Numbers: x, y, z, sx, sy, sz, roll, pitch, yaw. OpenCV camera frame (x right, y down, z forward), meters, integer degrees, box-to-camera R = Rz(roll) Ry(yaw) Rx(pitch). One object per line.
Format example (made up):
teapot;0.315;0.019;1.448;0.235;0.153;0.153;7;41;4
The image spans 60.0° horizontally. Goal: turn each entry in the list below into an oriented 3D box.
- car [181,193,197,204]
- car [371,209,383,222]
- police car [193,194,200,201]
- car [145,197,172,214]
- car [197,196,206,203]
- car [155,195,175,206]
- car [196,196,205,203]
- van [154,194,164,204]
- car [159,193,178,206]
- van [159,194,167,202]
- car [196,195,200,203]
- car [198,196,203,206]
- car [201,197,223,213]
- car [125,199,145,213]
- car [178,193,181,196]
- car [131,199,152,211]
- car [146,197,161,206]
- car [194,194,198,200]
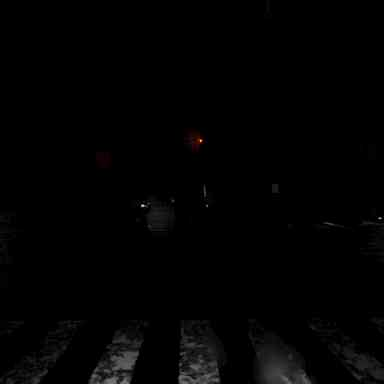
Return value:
car;-0.706;1.510;64.903;2.128;1.511;4.902;0;0;-1
car;14.104;1.313;21.099;4.718;1.301;1.895;-1;0;-1
police car;1.185;1.463;90.628;1.930;1.638;5.238;0;0;-1
car;-3.473;1.569;34.735;1.994;1.385;4.181;0;0;-2
car;1.907;1.545;68.112;1.752;1.417;4.829;0;0;-1
car;-3.592;1.485;43.548;1.882;1.535;5.008;0;0;-1
car;1.833;1.589;73.231;1.947;1.339;4.313;0;0;-1
van;-6.599;1.360;66.717;1.690;1.788;3.998;0;0;-1
car;-3.733;1.364;53.704;2.097;1.767;4.553;0;0;-1
van;-6.757;1.368;77.543;1.690;1.788;3.998;0;0;-1
car;2.131;1.562;52.783;2.008;1.369;4.403;0;0;-1
car;2.210;1.553;47.339;1.887;1.381;4.507;0;0;-1
car;2.369;1.556;36.451;2.008;1.369;4.403;0;0;-1
car;-6.156;1.556;36.330;2.008;1.369;4.403;0;0;-1
car;-3.847;1.509;64.492;2.128;1.511;4.902;0;0;0
car;-6.229;1.557;41.322;2.008;1.369;4.403;0;0;-1
car;-6.441;1.579;55.892;1.947;1.339;4.313;0;0;-1
car;1.987;1.567;62.654;2.008;1.369;4.403;0;0;-1
